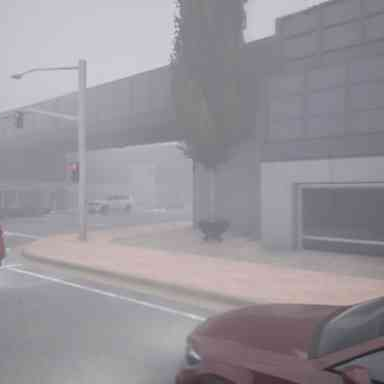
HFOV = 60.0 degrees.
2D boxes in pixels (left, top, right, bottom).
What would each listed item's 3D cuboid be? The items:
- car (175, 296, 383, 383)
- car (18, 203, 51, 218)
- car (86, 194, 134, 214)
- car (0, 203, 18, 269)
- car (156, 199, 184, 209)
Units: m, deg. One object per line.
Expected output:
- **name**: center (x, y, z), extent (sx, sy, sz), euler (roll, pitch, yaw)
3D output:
- **car**: center (2.024, 1.526, 2.533), extent (4.674, 1.442, 1.812), euler (0, 0, 36)
- **car**: center (-14.512, 1.604, 27.949), extent (1.895, 1.301, 4.718), euler (0, 0, 36)
- **car**: center (-8.736, 1.225, 35.990), extent (2.150, 2.045, 5.566), euler (0, 0, 36)
- **car**: center (-7.386, 1.224, 9.709), extent (5.566, 2.045, 2.150), euler (0, 0, 42)
- **car**: center (-2.880, 1.568, 44.120), extent (1.994, 1.385, 4.181), euler (0, 0, 36)
